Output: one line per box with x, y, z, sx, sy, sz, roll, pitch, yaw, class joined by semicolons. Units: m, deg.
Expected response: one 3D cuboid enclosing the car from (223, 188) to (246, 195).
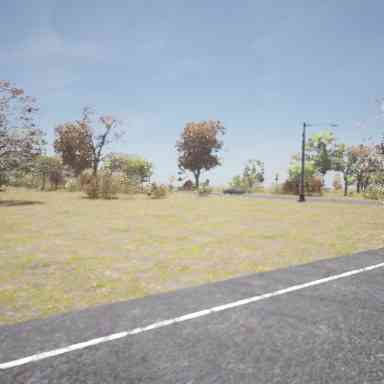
8.527;-0.189;67.074;2.033;1.411;5.357;0;2;-36;car

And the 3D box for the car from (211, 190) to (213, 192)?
2.892;-0.592;74.835;1.994;1.385;4.181;0;2;-36;car
